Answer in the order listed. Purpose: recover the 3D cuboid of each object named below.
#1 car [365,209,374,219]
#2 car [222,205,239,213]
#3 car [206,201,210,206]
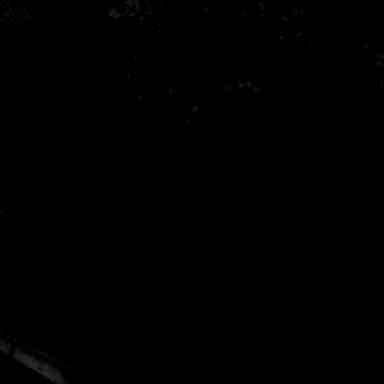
[{"bbox_3d":[19.854,2.297,36.679,2.163,1.488,4.792,1,0,35],"label":"car"},{"bbox_3d":[6.245,2.019,46.275,2.185,1.767,4.553,1,0,35],"label":"car"},{"bbox_3d":[1.741,2.106,49.521,2.231,1.521,4.892,0,0,35],"label":"car"}]
